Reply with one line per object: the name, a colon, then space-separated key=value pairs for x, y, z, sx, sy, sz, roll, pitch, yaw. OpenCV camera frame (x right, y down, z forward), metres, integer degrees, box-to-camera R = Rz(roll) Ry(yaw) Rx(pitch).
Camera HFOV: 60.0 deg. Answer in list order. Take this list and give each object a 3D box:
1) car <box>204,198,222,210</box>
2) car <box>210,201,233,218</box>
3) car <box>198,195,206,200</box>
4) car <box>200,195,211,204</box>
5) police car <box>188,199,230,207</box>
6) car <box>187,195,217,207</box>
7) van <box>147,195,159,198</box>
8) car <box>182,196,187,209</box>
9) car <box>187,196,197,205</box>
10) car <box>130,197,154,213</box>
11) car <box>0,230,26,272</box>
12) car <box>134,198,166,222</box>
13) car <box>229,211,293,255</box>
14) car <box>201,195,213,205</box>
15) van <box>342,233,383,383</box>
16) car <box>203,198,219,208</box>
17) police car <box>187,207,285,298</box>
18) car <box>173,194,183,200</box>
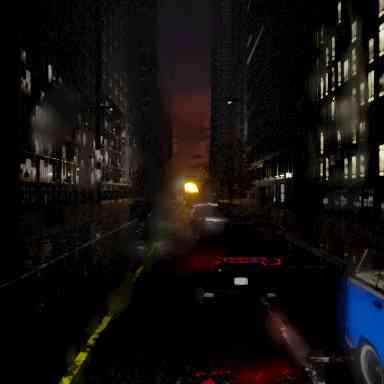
car: x=2.670 y=1.544 z=42.382 sx=2.008 sy=1.369 sz=4.403 roll=0 pitch=0 yaw=0
car: x=2.676 y=1.581 z=30.997 sx=1.802 sy=1.307 sz=4.206 roll=0 pitch=0 yaw=0
car: x=2.649 y=1.462 z=87.921 sx=1.887 sy=1.381 sz=4.507 roll=0 pitch=0 yaw=0
car: x=2.660 y=1.401 z=65.151 sx=1.967 sy=1.590 sz=4.097 roll=0 pitch=0 yaw=0
police car: x=0.891 y=1.425 z=18.663 sx=1.930 sy=1.638 sz=5.238 roll=0 pitch=0 yaw=0
car: x=0.888 y=1.224 z=24.583 sx=2.150 sy=2.045 sz=5.566 roll=0 pitch=0 yaw=0
van: x=-5.713 y=1.328 z=48.074 sx=1.690 sy=1.788 sz=3.998 roll=0 pitch=0 yaw=0
car: x=-0.008 y=1.515 z=46.166 sx=1.812 sy=1.442 sz=4.674 roll=0 pitch=0 yaw=1
car: x=-0.029 y=1.474 z=60.127 sx=1.837 sy=1.490 sz=4.892 roll=0 pitch=0 yaw=0
car: x=-5.708 y=1.548 z=36.689 sx=2.008 sy=1.369 sz=4.403 roll=0 pitch=0 yaw=0
car: x=-5.695 y=1.582 z=8.225 sx=1.802 sy=1.307 sz=4.206 roll=0 pitch=0 yaw=0
car: x=-3.113 y=1.504 z=26.734 sx=1.837 sy=1.490 sz=4.892 roll=0 pitch=0 yaw=0
car: x=2.684 y=1.582 z=13.919 sx=1.802 sy=1.307 sz=4.206 roll=0 pitch=0 yaw=0
car: x=2.662 y=1.410 z=59.459 sx=1.967 sy=1.590 sz=4.097 roll=0 pitch=0 yaw=0
van: x=2.689 y=1.341 z=2.535 sx=1.690 sy=1.788 sz=3.998 roll=0 pitch=0 yaw=0
car: x=2.668 y=1.538 z=48.074 sx=2.008 sy=1.369 sz=4.403 roll=0 pitch=0 yaw=0
police car: x=0.896 y=1.425 z=8.663 sx=1.930 sy=1.638 sz=5.238 roll=0 pitch=0 yaw=0
car: x=-3.042 y=1.274 z=85.991 sx=2.097 sy=1.767 sz=4.553 roll=0 pitch=0 yaw=0
